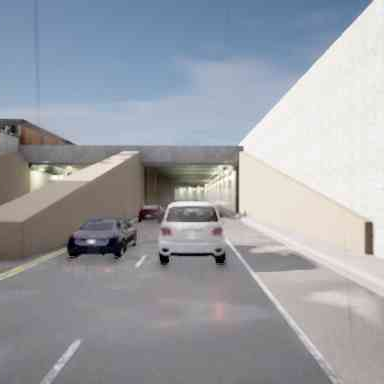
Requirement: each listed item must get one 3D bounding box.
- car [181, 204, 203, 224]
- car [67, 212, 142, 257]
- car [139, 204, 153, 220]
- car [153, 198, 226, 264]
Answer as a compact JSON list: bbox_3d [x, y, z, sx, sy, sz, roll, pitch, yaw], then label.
[{"bbox_3d":[0.029,1.839,28.882,1.812,1.442,4.674,0,0,1],"label":"car"},{"bbox_3d":[-3.474,1.713,13.564,1.994,1.385,4.181,0,-1,1],"label":"car"},{"bbox_3d":[-3.469,1.795,29.226,1.882,1.535,5.008,0,0,1],"label":"car"},{"bbox_3d":[0.013,1.362,12.570,2.150,2.045,5.566,0,0,0],"label":"car"}]
